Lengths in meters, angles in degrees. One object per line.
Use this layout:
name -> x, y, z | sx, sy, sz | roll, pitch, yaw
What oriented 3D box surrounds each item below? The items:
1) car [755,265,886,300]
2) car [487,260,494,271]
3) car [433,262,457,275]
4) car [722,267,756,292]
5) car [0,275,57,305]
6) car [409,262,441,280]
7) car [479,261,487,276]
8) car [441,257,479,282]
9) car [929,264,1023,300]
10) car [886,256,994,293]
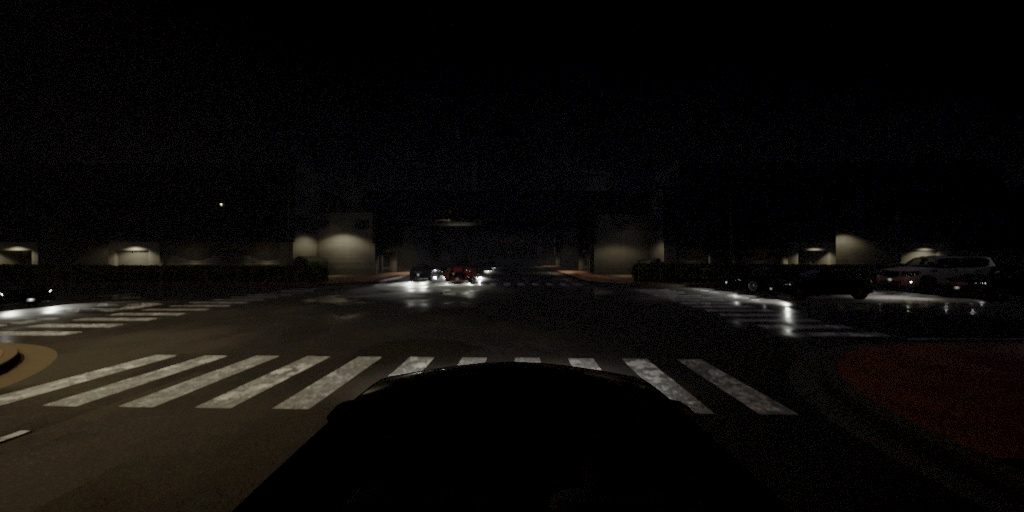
car -> 14.956, 1.321, 17.546 | 4.674, 1.442, 1.812 | 0, 0, -2
car -> -4.094, 1.420, 52.770 | 1.994, 1.385, 4.181 | 0, 0, 1
car -> -7.653, 1.437, 41.508 | 1.895, 1.301, 4.718 | 0, 0, 0
car -> 15.035, 1.306, 21.095 | 4.892, 1.490, 1.837 | 0, 0, 0
car -> -21.549, 1.335, 14.107 | 5.357, 1.411, 2.033 | 0, 0, 1
car -> -7.721, 1.312, 32.241 | 2.128, 1.511, 4.902 | 0, 0, 2
car -> -4.158, 1.434, 39.654 | 1.895, 1.301, 4.718 | 0, 0, 0
car -> -4.180, 1.167, 29.592 | 2.097, 1.767, 4.553 | 0, 0, 0
car -> 24.271, 1.286, 17.590 | 4.902, 1.511, 2.128 | 0, 0, 0
car -> 24.983, 1.021, 21.085 | 5.566, 2.045, 2.150 | 0, 0, 0
